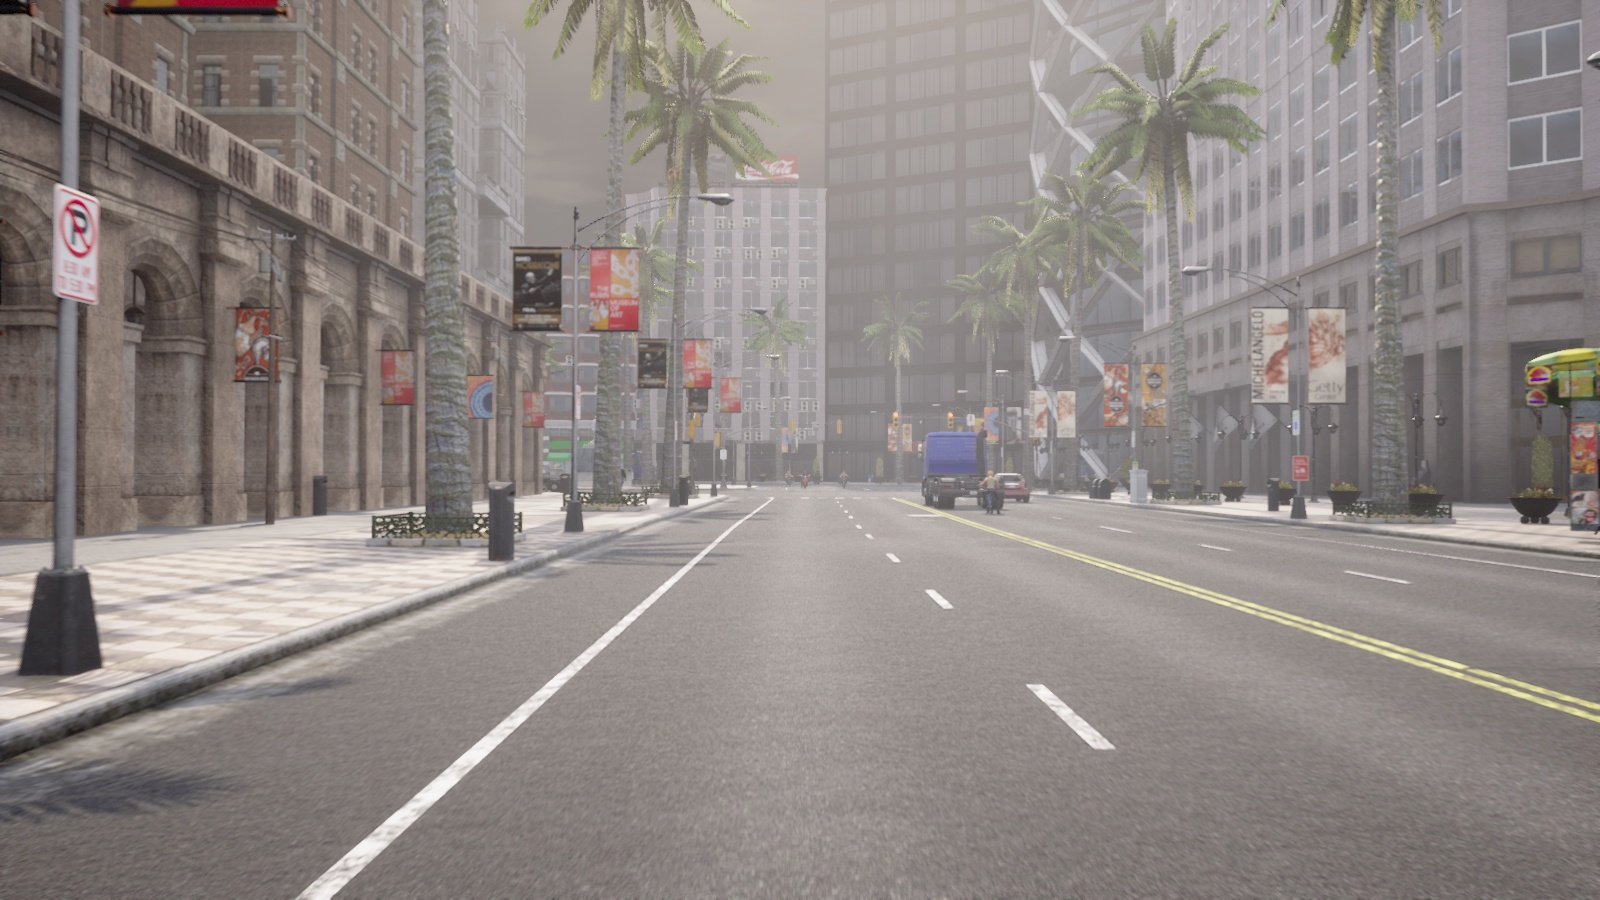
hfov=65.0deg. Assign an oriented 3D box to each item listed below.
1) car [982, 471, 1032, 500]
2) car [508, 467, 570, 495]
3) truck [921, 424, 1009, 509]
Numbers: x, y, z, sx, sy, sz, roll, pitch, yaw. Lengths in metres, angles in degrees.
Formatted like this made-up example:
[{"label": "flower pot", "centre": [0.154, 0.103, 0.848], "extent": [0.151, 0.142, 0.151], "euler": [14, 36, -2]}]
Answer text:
[{"label": "car", "centre": [10.693, 1.826, 65.040], "extent": [1.970, 1.475, 3.806], "euler": [0, -1, 1]}, {"label": "car", "centre": [-18.056, 2.139, 86.973], "extent": [3.866, 1.878, 1.905], "euler": [0, -1, 1]}, {"label": "truck", "centre": [7.106, 0.729, 55.245], "extent": [2.891, 3.462, 7.936], "euler": [0, -1, 0]}]
